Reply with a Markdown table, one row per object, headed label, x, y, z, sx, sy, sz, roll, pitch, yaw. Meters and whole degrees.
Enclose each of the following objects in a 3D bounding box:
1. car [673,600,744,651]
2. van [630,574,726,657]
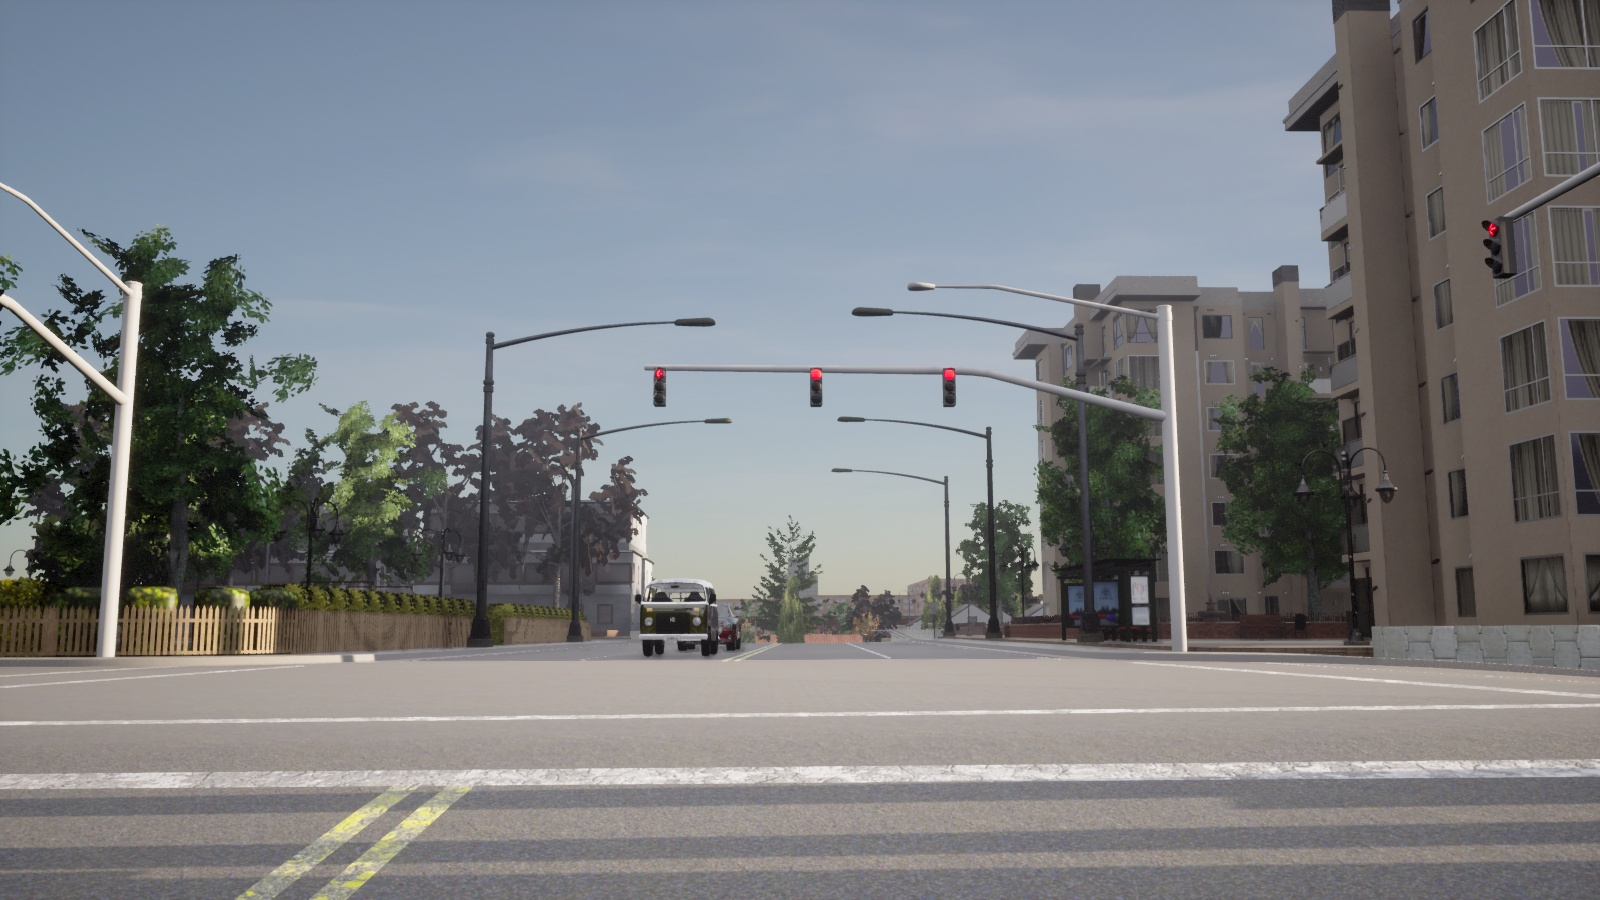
| label | x | y | z | sx | sy | sz | roll | pitch | yaw |
| --- | --- | --- | --- | --- | --- | --- | --- | --- | --- |
| car | -3.071 | 6.025 | 43.031 | 2.033 | 1.649 | 4.856 | 0 | -8 | 0 |
| van | -3.165 | 4.443 | 33.519 | 2.069 | 2.038 | 4.480 | 0 | -8 | 1 |
